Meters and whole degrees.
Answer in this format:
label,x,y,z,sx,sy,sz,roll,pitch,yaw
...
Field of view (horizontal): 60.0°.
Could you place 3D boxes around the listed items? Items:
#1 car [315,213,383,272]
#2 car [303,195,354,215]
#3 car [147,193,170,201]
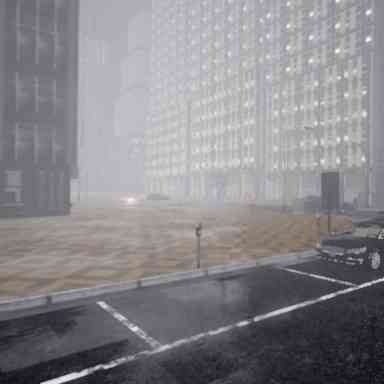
label,x,y,z,sx,sy,sz,roll,pitch,yaw
car,5.828,1.579,10.859,4.403,1.369,2.008,0,0,-35
car,12.054,1.096,29.825,2.097,1.767,4.553,1,0,-35
car,-5.643,0.808,55.322,2.033,1.411,5.357,1,0,-35
